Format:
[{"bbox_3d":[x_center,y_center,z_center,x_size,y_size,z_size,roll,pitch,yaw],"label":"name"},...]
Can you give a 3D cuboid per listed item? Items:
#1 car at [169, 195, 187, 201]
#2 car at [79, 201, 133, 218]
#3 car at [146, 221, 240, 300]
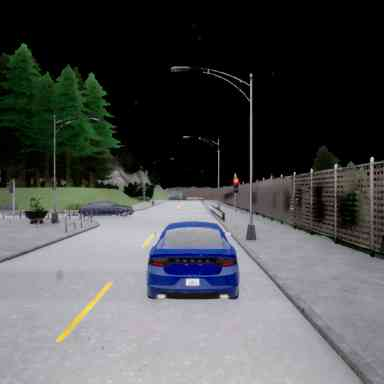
[{"bbox_3d":[-3.849,1.540,87.969,5.357,1.411,2.033,0,0,40],"label":"car"},{"bbox_3d":[-7.633,1.526,29.754,4.674,1.442,1.812,0,1,-13],"label":"car"},{"bbox_3d":[0.033,1.478,8.478,1.882,1.535,5.008,0,0,0],"label":"car"}]
